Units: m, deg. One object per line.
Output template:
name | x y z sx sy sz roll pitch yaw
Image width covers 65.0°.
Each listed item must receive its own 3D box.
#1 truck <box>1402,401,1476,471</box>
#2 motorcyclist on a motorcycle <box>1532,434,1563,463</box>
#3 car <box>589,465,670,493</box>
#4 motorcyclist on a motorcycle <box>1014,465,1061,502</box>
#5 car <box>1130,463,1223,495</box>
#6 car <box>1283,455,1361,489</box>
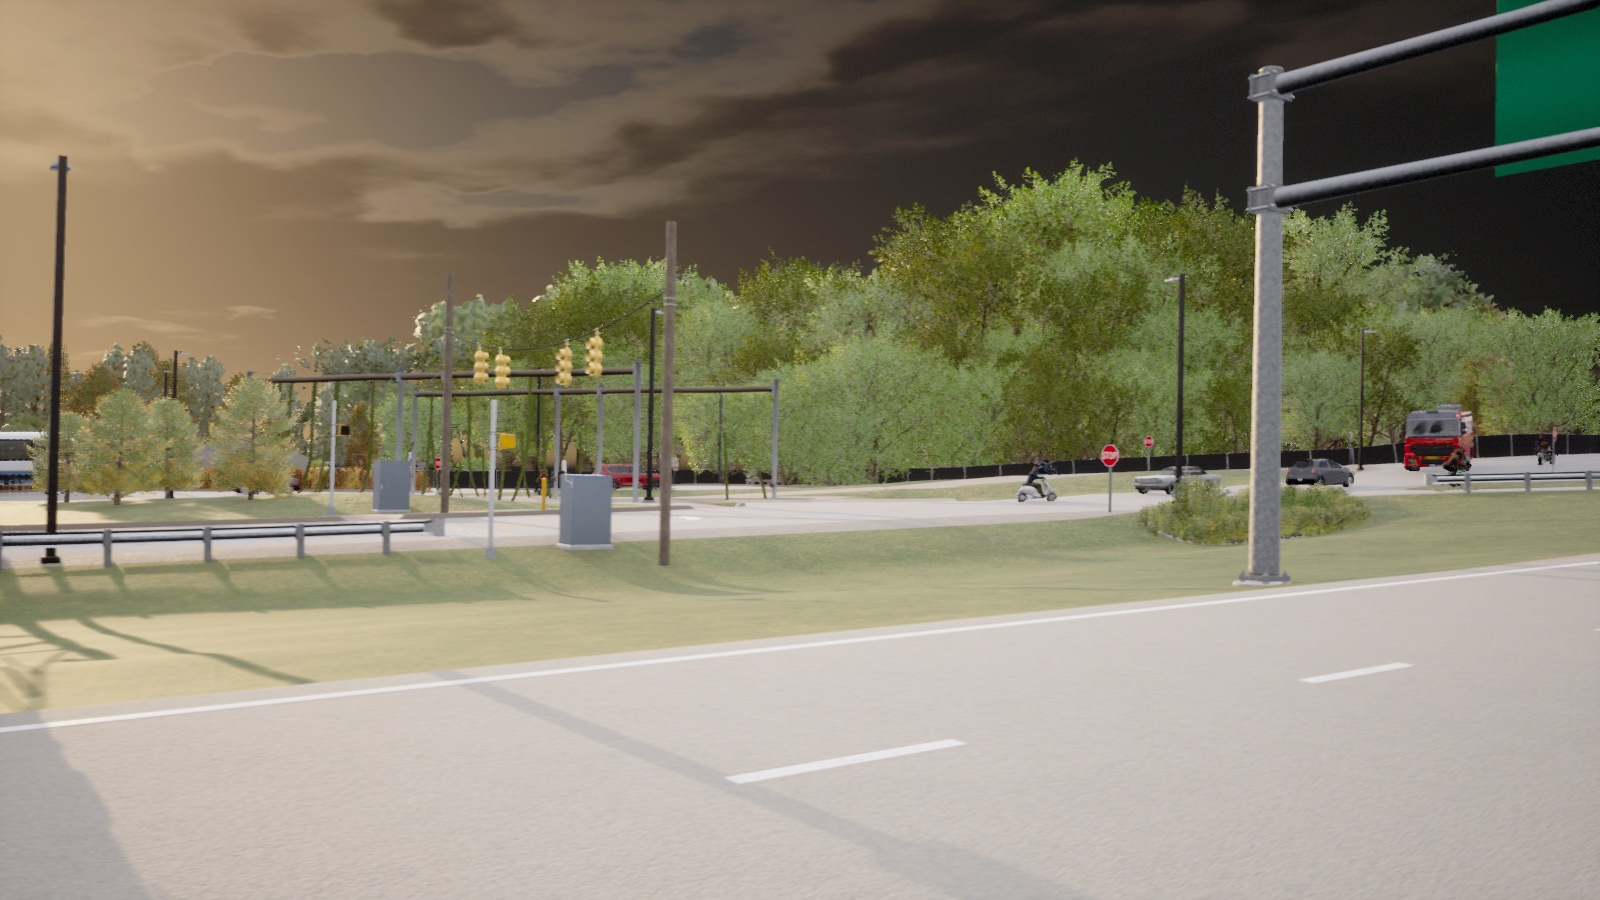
truck | 38.281 -0.915 75.039 2.891 3.827 8.468 -1 2 34
motorcyclist on a motorcycle | 44.989 -0.094 75.572 2.350 1.649 0.766 -3 1 -39
car | -12.684 2.128 93.379 5.566 2.045 2.150 0 -1 -23
motorcyclist on a motorcycle | 10.349 1.453 54.816 1.817 1.590 0.866 -1 -1 -4
car | 18.373 1.389 61.183 4.718 1.301 1.895 -2 1 -36
car | 25.896 1.070 62.300 3.633 1.501 1.845 -3 1 -35
